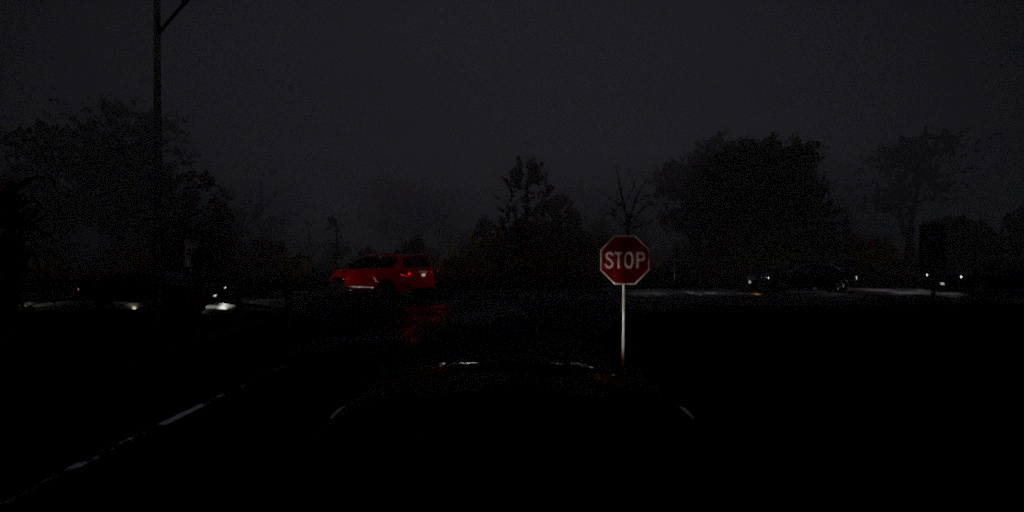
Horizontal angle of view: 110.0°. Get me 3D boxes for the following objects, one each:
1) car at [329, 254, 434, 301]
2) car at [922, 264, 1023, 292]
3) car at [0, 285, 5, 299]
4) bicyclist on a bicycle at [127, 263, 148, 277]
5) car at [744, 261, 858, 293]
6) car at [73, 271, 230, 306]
[{"bbox_3d":[-6.308,0.941,17.252,5.566,2.045,2.150,0,0,29],"label":"car"},{"bbox_3d":[23.886,1.063,18.047,4.718,1.301,1.895,0,1,1],"label":"car"},{"bbox_3d":[-25.288,1.361,15.665,5.008,1.535,1.882,0,1,1],"label":"car"},{"bbox_3d":[-22.466,1.265,21.602,0.582,1.620,1.656,0,1,1],"label":"bicyclist on a bicycle"},{"bbox_3d":[14.507,1.032,18.155,4.902,1.511,2.128,0,1,1],"label":"car"},{"bbox_3d":[-15.508,1.355,15.551,5.357,1.411,2.033,0,1,1],"label":"car"}]
